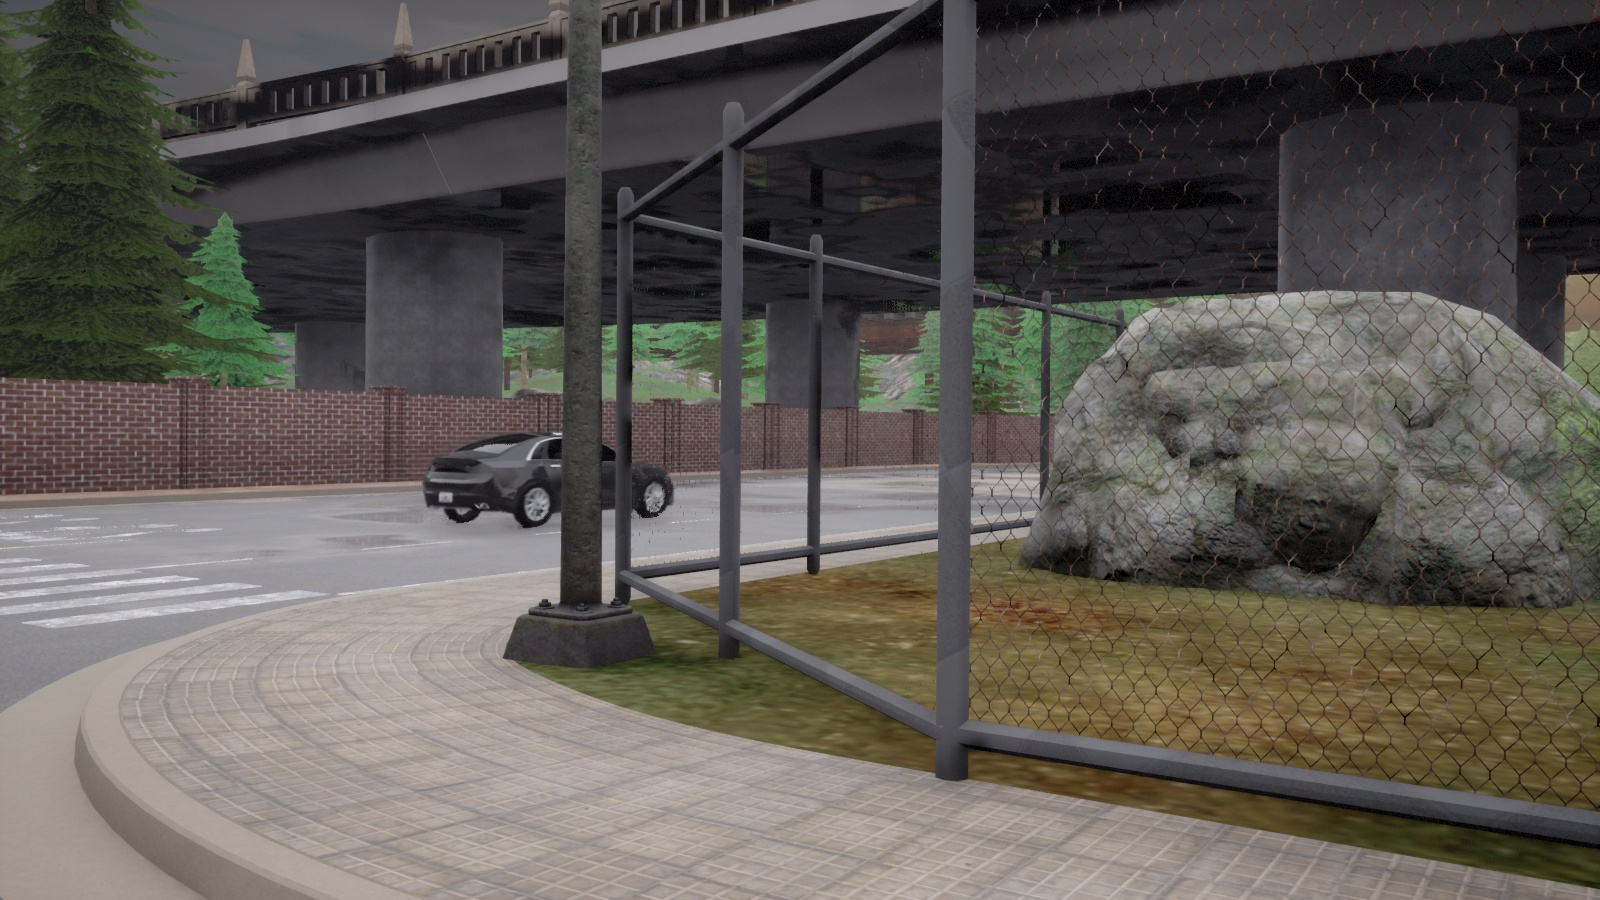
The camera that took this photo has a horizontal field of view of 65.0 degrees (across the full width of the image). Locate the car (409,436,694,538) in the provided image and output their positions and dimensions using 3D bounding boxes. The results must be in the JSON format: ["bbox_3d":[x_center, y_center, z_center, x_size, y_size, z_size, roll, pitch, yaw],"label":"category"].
[{"bbox_3d":[-4.060,0.536,21.413,1.837,1.490,4.892,0,1,33],"label":"car"}]
